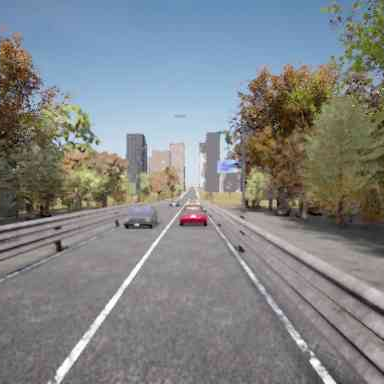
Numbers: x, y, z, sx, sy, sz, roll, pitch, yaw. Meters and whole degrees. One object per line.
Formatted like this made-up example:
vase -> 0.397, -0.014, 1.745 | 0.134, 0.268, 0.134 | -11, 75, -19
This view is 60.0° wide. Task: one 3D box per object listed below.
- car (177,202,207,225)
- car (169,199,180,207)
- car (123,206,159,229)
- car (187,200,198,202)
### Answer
car -> 0.100, 1.679, 25.012 | 1.994, 1.385, 4.181 | 0, -1, 0
car -> -3.276, 2.102, 63.584 | 2.128, 1.511, 4.902 | 0, -1, 0
car -> -3.348, 1.643, 22.898 | 2.033, 1.411, 5.357 | 0, -1, 0
car -> 0.103, 1.814, 43.065 | 1.882, 1.535, 5.008 | 0, -1, 0
